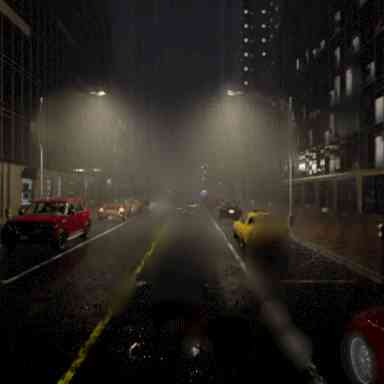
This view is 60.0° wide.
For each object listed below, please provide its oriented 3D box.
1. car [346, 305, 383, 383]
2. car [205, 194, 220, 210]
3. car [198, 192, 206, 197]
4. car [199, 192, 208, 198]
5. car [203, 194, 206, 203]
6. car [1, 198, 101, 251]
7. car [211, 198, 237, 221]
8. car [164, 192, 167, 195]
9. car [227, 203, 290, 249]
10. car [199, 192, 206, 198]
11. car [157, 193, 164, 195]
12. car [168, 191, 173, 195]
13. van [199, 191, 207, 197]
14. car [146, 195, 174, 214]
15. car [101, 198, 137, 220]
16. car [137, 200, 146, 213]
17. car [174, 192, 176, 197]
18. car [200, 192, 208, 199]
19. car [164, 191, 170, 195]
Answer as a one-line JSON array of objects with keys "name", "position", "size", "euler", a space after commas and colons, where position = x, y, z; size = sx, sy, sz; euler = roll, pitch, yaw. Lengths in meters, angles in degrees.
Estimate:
[{"name": "car", "position": [2.700, 1.563, 2.343], "size": [1.802, 1.307, 4.206], "euler": [1, 0, 0]}, {"name": "car", "position": [2.739, 1.241, 36.391], "size": [1.887, 1.381, 4.507], "euler": [1, 1, 0]}, {"name": "car", "position": [2.805, 0.708, 93.132], "size": [1.947, 1.339, 4.313], "euler": [1, 1, 0]}, {"name": "car", "position": [2.792, 0.810, 81.784], "size": [2.008, 1.369, 4.403], "euler": [1, 1, 0]}, {"name": "car", "position": [2.746, 1.227, 42.064], "size": [1.802, 1.307, 4.206], "euler": [1, 1, 0]}, {"name": "car", "position": [-5.665, 1.204, 13.717], "size": [2.192, 1.841, 5.009], "euler": [1, 0, 0]}, {"name": "car", "position": [2.726, 1.361, 25.042], "size": [1.947, 1.339, 4.313], "euler": [1, 0, 0]}, {"name": "car", "position": [-5.621, 1.084, 53.445], "size": [1.887, 1.381, 4.507], "euler": [1, 1, 0]}, {"name": "car", "position": [2.713, 1.415, 13.862], "size": [1.752, 1.417, 4.829], "euler": [1, 0, 0]}, {"name": "car", "position": [2.798, 0.783, 87.459], "size": [1.802, 1.307, 4.206], "euler": [1, 1, 0]}, {"name": "car", "position": [-5.628, 1.158, 47.771], "size": [1.947, 1.339, 4.313], "euler": [1, 1, 0]}, {"name": "car", "position": [-5.600, 0.814, 70.470], "size": [1.967, 1.590, 4.097], "euler": [1, 1, 0]}, {"name": "van", "position": [2.788, 0.659, 76.108], "size": [1.690, 1.788, 3.998], "euler": [1, 1, 0]}, {"name": "car", "position": [-2.964, 1.265, 31.376], "size": [1.812, 1.442, 4.674], "euler": [0, 0, 0]}, {"name": "car", "position": [-5.653, 1.234, 25.068], "size": [1.967, 1.590, 4.097], "euler": [1, 0, 0]}, {"name": "car", "position": [-5.648, 1.271, 30.575], "size": [1.752, 1.417, 4.829], "euler": [1, 0, 0]}, {"name": "car", "position": [-5.582, 0.766, 87.497], "size": [1.947, 1.339, 4.313], "euler": [1, 1, 0]}, {"name": "car", "position": [2.760, 1.086, 53.412], "size": [1.887, 1.381, 4.507], "euler": [1, 1, 0]}, {"name": "car", "position": [-5.615, 1.036, 59.122], "size": [2.008, 1.369, 4.403], "euler": [1, 1, 0]}]
